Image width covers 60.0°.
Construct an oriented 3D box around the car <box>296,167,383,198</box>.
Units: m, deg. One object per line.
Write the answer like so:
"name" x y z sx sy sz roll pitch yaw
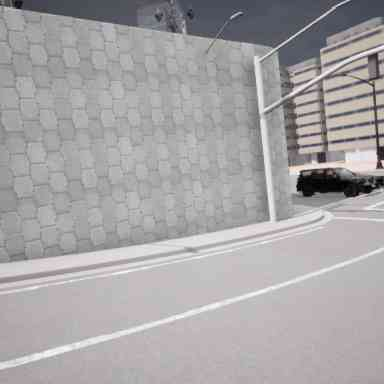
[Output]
"car" 10.141 -0.750 23.787 2.150 2.045 5.566 -10 6 -35
